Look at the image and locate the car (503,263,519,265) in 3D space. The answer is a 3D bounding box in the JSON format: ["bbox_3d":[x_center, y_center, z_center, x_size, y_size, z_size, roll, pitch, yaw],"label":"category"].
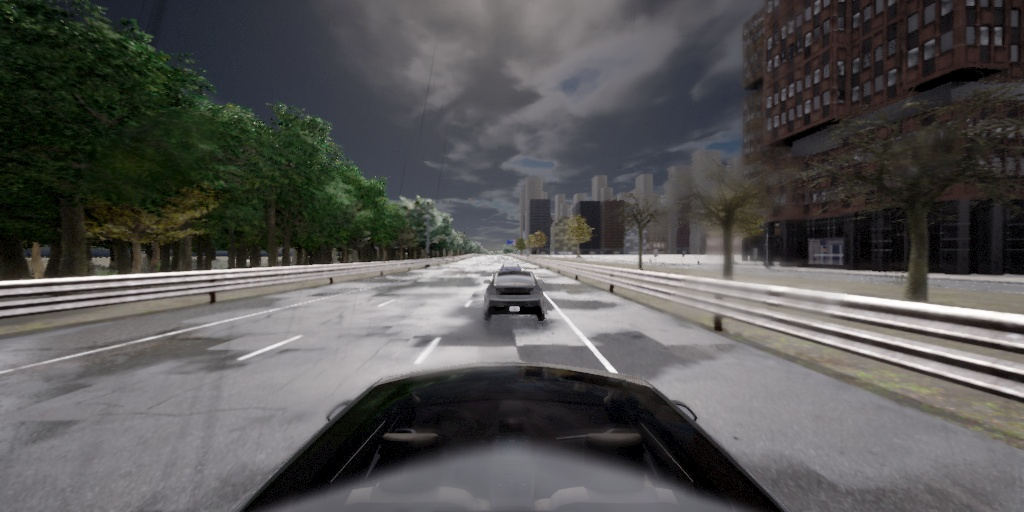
[{"bbox_3d":[-0.135,1.309,33.388,1.895,1.301,4.718,0,0,-1],"label":"car"}]

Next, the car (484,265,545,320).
[{"bbox_3d":[0.066,1.248,12.568,1.837,1.490,4.892,0,0,0],"label":"car"}]
